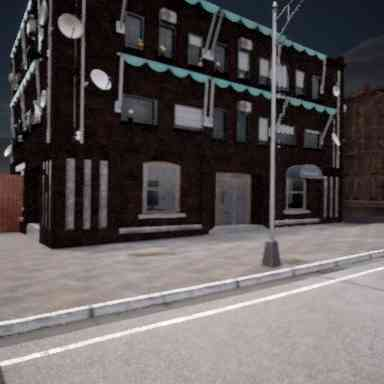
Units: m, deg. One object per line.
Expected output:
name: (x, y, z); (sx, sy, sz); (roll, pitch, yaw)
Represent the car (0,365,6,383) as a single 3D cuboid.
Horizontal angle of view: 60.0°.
car: (-3.718, 1.529, 1.252); (5.357, 1.411, 2.033); (0, 0, -37)
